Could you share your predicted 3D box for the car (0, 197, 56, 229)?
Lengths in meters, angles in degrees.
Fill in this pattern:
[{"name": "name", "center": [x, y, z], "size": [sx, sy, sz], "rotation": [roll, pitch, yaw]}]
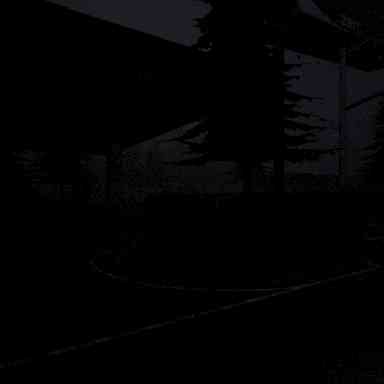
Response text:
[{"name": "car", "center": [-11.854, 1.313, 23.546], "size": [3.866, 1.878, 1.905], "rotation": [0, 0, -36]}]
